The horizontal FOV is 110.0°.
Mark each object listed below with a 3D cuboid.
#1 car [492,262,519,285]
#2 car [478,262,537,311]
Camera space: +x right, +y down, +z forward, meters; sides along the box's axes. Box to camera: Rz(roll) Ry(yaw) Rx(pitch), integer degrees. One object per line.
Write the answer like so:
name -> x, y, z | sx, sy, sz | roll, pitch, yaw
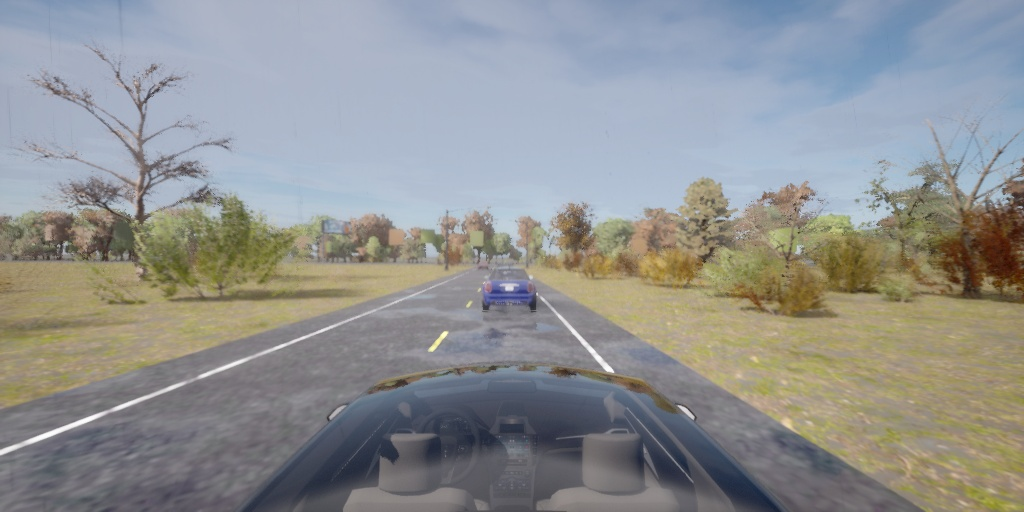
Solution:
car -> -0.582, 1.388, 30.346 | 2.097, 1.767, 4.553 | 0, -1, -2
car -> -0.129, 1.242, 15.326 | 2.097, 1.767, 4.553 | 0, -1, -1
